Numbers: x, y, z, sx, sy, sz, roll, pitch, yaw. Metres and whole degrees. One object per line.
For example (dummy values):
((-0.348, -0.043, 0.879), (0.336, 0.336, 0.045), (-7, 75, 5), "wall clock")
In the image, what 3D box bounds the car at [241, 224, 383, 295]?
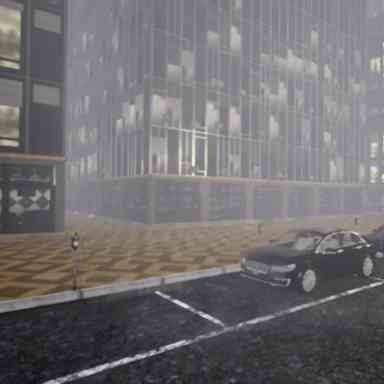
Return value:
((3.239, 1.631, 8.866), (4.403, 1.369, 2.008), (1, 0, -35), "car")
